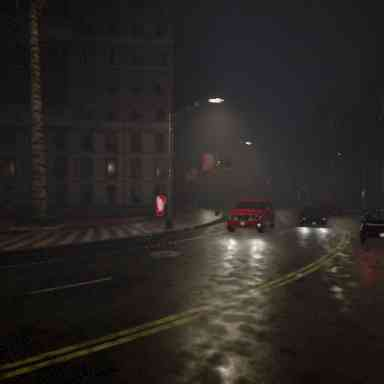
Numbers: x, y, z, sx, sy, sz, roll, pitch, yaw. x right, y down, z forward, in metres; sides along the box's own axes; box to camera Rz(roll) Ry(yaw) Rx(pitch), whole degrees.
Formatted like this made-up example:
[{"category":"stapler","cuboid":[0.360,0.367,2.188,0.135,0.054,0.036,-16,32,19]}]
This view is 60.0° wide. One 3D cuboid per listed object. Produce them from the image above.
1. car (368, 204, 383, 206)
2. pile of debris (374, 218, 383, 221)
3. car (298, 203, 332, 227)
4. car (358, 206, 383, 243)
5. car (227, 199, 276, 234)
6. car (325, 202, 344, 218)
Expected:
[{"category":"car","cuboid":[17.613,1.836,31.507,2.128,1.511,4.902,0,-1,8]},{"category":"pile of debris","cuboid":[17.555,2.509,29.949,1.500,0.140,1.860,0,-1,9]},{"category":"car","cuboid":[9.277,1.831,25.846,2.033,1.411,5.357,0,-1,16]},{"category":"car","cuboid":[9.454,1.677,16.609,2.128,1.511,4.902,0,-1,28]},{"category":"car","cuboid":[3.982,1.454,21.479,2.150,2.045,5.566,0,-1,24]},{"category":"car","cuboid":[14.493,1.867,35.533,1.882,1.535,5.008,0,-1,4]}]
